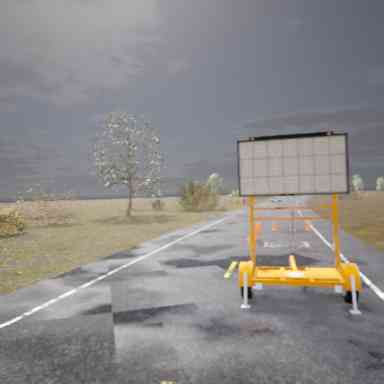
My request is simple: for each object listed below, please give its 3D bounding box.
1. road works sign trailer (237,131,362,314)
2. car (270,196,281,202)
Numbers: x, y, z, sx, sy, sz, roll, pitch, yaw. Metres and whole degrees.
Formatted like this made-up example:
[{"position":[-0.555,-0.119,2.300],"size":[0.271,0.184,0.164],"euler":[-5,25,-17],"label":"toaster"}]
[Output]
[{"position":[2.318,0.479,7.707],"size":[2.380,3.560,2.880],"euler":[-2,-1,14],"label":"road works sign trailer"},{"position":[20.875,1.476,82.916],"size":[2.150,2.045,5.566],"euler":[-2,-1,19],"label":"car"}]
